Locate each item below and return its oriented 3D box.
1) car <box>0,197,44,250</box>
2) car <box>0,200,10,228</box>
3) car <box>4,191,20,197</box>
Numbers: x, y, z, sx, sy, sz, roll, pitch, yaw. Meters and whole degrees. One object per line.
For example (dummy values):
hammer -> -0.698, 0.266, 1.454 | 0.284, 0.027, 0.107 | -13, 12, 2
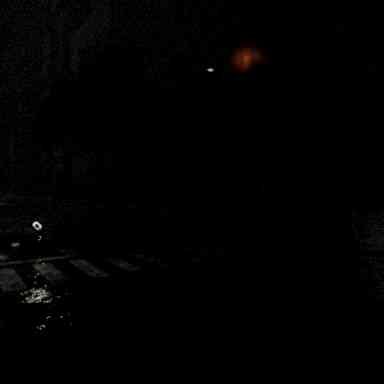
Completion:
car -> -7.634, 1.283, 13.695 | 2.097, 1.767, 4.553 | 0, 1, -37
car -> -13.013, 1.335, 21.186 | 1.882, 1.535, 5.008 | 0, 1, -35
car -> -31.858, 0.984, 59.272 | 1.882, 1.535, 5.008 | 0, 1, -35
